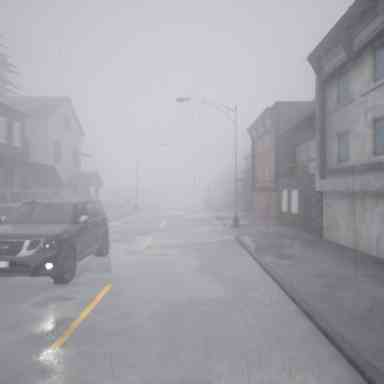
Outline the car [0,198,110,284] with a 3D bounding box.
[{"bbox_3d":[-4.037,1.207,9.884,2.150,2.045,5.566,0,0,1],"label":"car"}]
